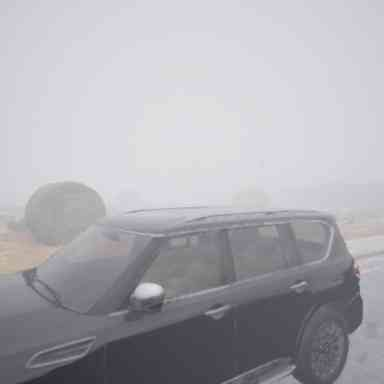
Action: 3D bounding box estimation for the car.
[{"bbox_3d":[-0.291,1.228,3.784,5.566,2.045,2.150,0,0,-35],"label":"car"}]
